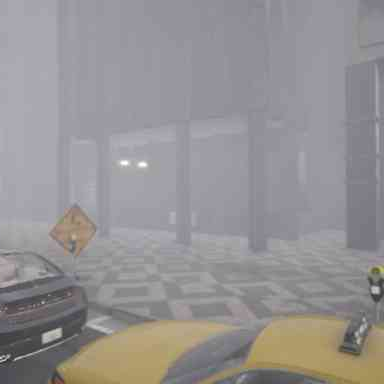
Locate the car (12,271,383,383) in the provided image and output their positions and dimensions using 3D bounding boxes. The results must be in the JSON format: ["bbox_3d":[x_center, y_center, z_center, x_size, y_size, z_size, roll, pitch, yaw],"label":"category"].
[{"bbox_3d":[0.865,1.531,2.343,4.829,1.417,1.752,-1,0,35],"label":"car"}]

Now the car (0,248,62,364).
[{"bbox_3d":[-3.557,1.612,5.496,4.403,1.369,2.008,-1,0,35],"label":"car"}]

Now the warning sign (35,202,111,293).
[{"bbox_3d":[-2.749,1.183,7.756,1.060,1.860,1.300,-1,0,35],"label":"warning sign"}]
